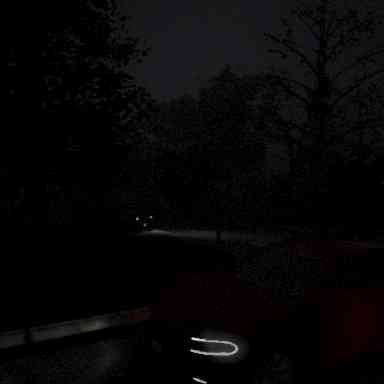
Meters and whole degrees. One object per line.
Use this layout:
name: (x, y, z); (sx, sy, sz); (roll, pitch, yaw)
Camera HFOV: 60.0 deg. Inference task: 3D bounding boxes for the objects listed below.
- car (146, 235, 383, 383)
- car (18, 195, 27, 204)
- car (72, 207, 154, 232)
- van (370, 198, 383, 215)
car: (1.795, 1.463, 4.944); (5.008, 1.535, 1.882); (0, 0, -29)
car: (-21.726, 1.039, 44.404); (1.882, 1.535, 5.008); (0, -1, 22)
car: (-4.635, 1.531, 19.650); (4.718, 1.301, 1.895); (0, 0, 24)
van: (24.028, 1.731, 40.030); (4.442, 1.987, 1.878); (0, -1, 22)
